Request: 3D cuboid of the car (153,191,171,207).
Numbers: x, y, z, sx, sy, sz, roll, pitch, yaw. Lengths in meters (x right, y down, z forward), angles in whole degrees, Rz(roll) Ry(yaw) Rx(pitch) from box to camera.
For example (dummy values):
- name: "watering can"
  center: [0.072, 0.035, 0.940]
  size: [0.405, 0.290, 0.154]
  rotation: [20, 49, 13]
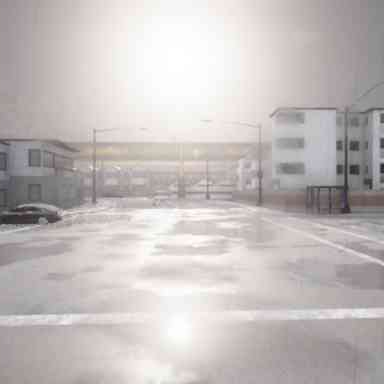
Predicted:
- name: "car"
  center: [-4.046, 0.890, 44.222]
  size: [2.150, 2.045, 5.566]
  rotation: [1, 1, -9]

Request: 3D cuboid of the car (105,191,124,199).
- name: "car"
  center: [-15.733, 0.649, 67.176]
  size: [4.892, 1.490, 1.837]
  rotation: [0, 0, 44]

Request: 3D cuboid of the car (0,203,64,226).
- name: "car"
  center: [-11.449, 1.569, 23.029]
  size: [4.892, 1.490, 1.837]
  rotation: [0, 7, -4]
